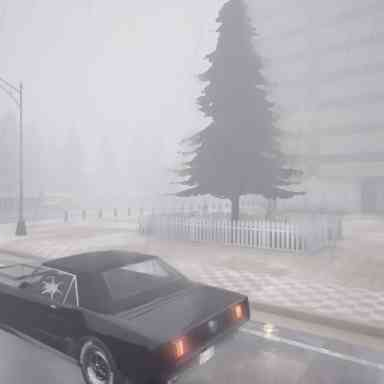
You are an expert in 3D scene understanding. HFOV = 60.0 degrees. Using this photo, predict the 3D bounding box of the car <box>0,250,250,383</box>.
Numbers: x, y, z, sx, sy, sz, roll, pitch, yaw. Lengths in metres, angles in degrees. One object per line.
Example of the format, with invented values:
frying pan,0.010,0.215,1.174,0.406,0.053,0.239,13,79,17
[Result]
car,-1.622,1.601,5.166,4.718,1.301,1.895,0,0,36

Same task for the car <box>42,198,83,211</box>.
car,-15.723,1.477,40.572,1.882,1.535,5.008,0,0,36

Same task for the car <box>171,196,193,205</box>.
car,-1.790,1.351,59.774,2.097,1.767,4.553,0,0,36
